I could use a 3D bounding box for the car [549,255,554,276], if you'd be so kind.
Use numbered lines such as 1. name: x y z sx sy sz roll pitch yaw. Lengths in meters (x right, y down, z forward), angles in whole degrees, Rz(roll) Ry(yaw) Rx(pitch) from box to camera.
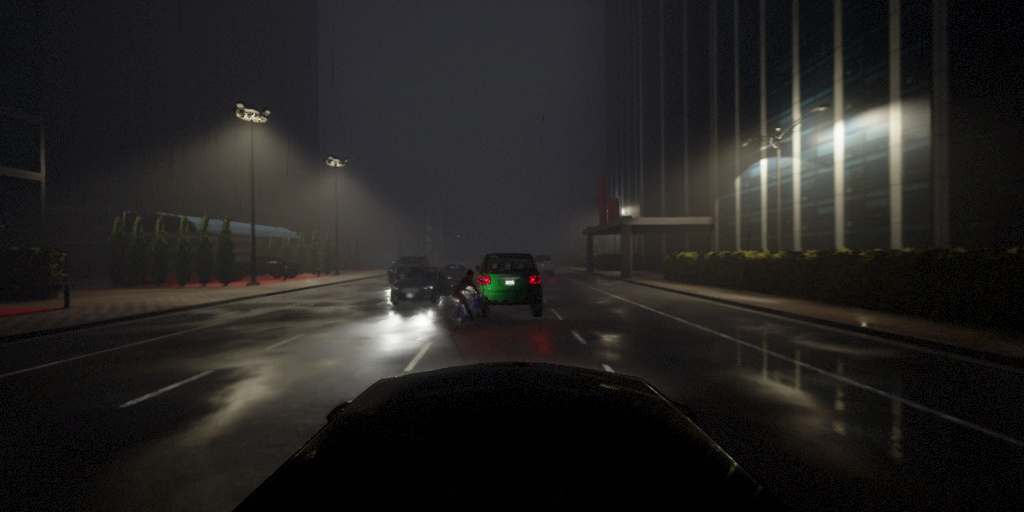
1. car: 2.694 0.852 34.686 2.150 2.045 5.566 -1 0 -1

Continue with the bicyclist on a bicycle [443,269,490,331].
1. bicyclist on a bicycle: -1.250 1.196 9.911 0.582 1.620 1.656 -7 -5 44

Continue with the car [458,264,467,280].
1. car: -4.237 1.289 26.132 1.994 1.385 4.181 -1 0 -2

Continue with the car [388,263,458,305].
1. car: -3.962 1.243 16.152 2.128 1.511 4.902 -1 0 -2

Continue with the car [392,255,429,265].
1. car: -7.690 0.975 27.399 2.150 2.045 5.566 -1 0 -2

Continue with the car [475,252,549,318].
1. car: -0.176 0.908 13.384 2.150 2.045 5.566 0 0 -2
